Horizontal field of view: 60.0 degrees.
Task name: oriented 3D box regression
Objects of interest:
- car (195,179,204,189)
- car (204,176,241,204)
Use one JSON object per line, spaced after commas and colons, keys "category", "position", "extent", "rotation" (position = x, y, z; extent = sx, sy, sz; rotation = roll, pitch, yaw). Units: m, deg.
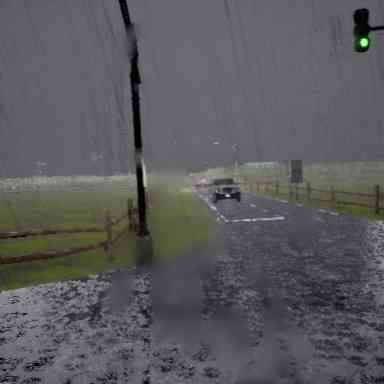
{"category": "car", "position": [1.549, -1.341, 53.618], "extent": [1.994, 1.385, 4.181], "rotation": [-3, 3, -2]}
{"category": "car", "position": [2.540, -0.226, 27.418], "extent": [2.150, 2.045, 5.566], "rotation": [-3, 3, -2]}
